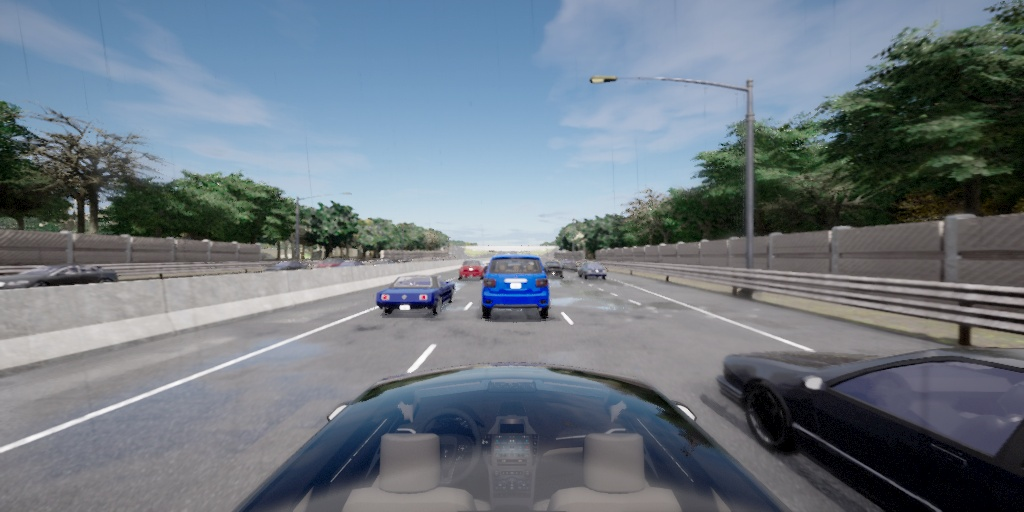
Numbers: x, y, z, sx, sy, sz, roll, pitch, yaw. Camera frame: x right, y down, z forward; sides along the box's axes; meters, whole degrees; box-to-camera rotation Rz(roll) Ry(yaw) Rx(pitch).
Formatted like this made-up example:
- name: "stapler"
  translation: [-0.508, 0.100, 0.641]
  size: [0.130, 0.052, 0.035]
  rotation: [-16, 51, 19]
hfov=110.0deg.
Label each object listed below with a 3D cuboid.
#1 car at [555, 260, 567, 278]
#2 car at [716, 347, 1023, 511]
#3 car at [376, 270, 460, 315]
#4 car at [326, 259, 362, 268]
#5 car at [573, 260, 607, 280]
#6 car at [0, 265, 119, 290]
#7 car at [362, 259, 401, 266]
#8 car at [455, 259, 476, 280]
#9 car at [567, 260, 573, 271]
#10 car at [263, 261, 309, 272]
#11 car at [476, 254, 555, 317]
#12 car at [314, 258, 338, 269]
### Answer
- name: "car"
  translation: [3.612, 1.253, 33.493]
  size: [1.837, 1.490, 4.892]
  rotation: [0, 0, 0]
- name: "car"
  translation: [3.500, 1.297, 2.047]
  size: [2.033, 1.411, 5.357]
  rotation: [0, 0, 0]
- name: "car"
  translation: [-3.382, 1.341, 13.583]
  size: [1.895, 1.301, 4.718]
  rotation: [0, 0, 0]
- name: "car"
  translation: [-17.440, 1.298, 38.829]
  size: [2.033, 1.411, 5.357]
  rotation: [0, 0, 1]
- name: "car"
  translation: [6.983, 1.294, 31.576]
  size: [2.033, 1.411, 5.357]
  rotation: [0, 0, 2]
- name: "car"
  translation: [-23.816, 1.228, 18.840]
  size: [2.128, 1.511, 4.902]
  rotation: [0, 0, -3]
- name: "car"
  translation: [-13.939, 1.256, 38.655]
  size: [1.837, 1.490, 4.892]
  rotation: [0, 0, 1]
- name: "car"
  translation: [-3.302, 1.096, 31.184]
  size: [2.097, 1.767, 4.553]
  rotation: [0, 0, 0]
- name: "car"
  translation: [7.268, 1.259, 46.506]
  size: [2.128, 1.511, 4.902]
  rotation: [0, 0, 1]
- name: "car"
  translation: [-24.414, 1.298, 39.027]
  size: [2.033, 1.411, 5.357]
  rotation: [0, 0, 0]
- name: "car"
  translation: [0.117, 0.963, 13.187]
  size: [2.150, 2.045, 5.566]
  rotation: [0, 0, 0]
- name: "car"
  translation: [-20.908, 1.105, 41.506]
  size: [2.097, 1.767, 4.553]
  rotation: [0, 0, 1]
